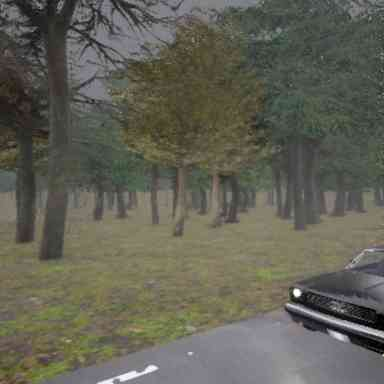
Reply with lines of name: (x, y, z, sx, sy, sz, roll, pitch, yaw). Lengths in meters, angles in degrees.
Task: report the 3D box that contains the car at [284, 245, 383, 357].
car: (3.771, 1.651, 5.778, 4.718, 1.301, 1.895, 1, 0, -36)
